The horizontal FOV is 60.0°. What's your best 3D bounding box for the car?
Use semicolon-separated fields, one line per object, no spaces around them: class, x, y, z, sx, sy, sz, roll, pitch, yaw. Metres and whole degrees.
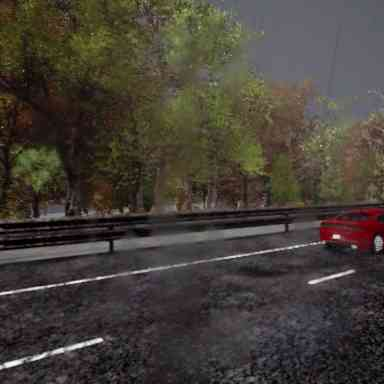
car;7.116;1.416;13.216;5.008;1.535;1.882;0;0;-36
